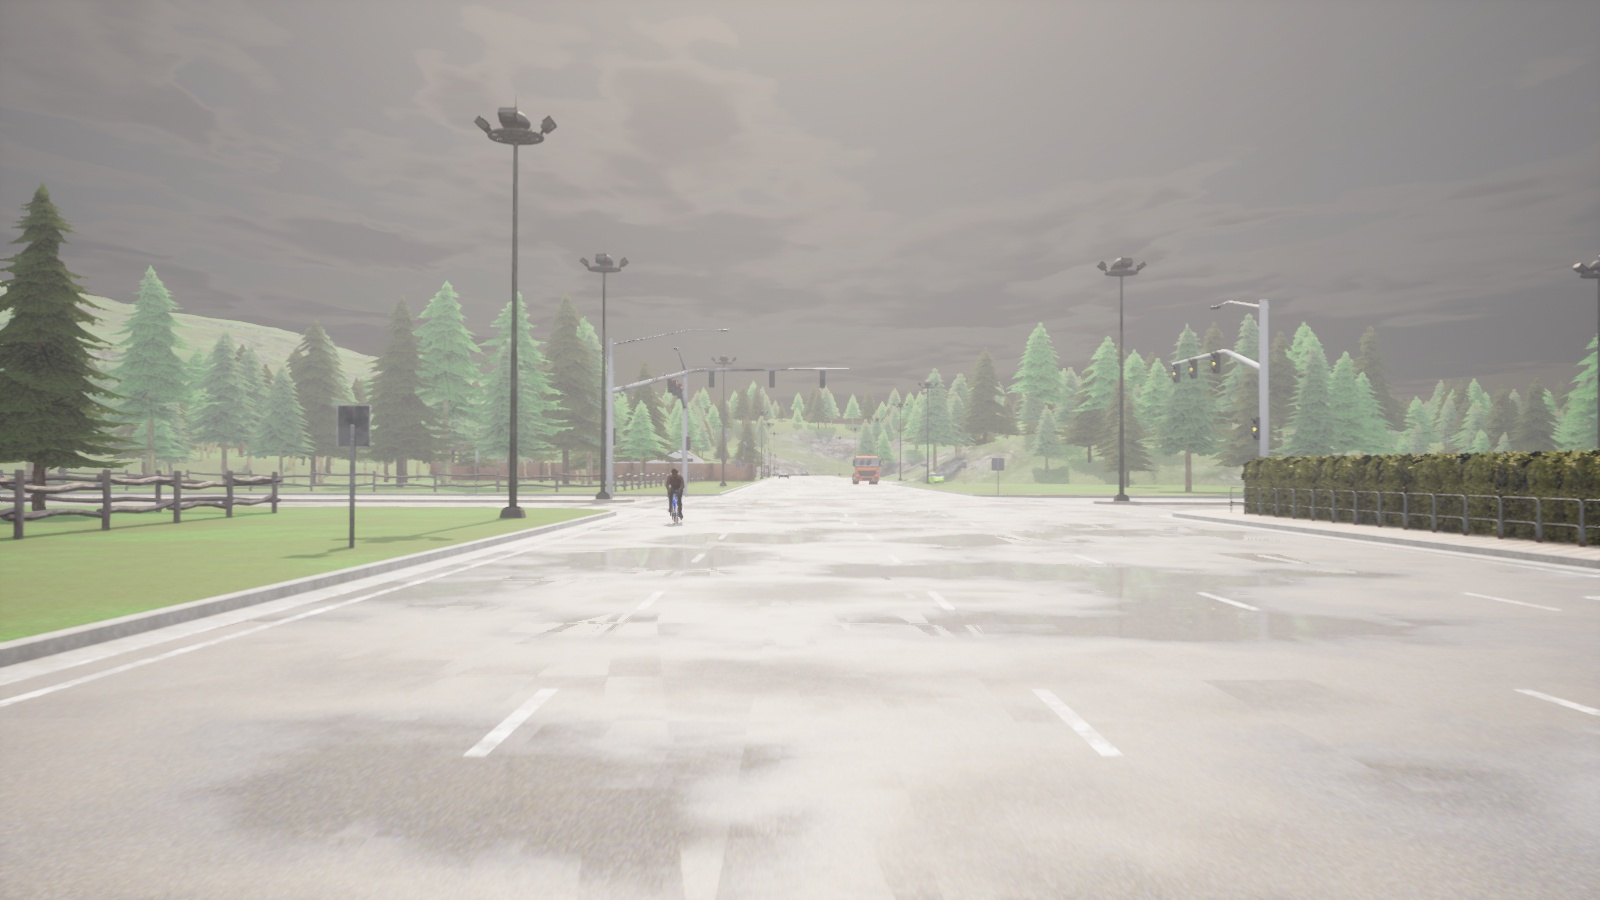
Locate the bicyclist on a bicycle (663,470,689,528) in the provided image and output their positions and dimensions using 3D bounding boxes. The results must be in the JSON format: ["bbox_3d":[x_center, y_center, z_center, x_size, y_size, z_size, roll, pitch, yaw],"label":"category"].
[{"bbox_3d":[-3.585,1.390,36.284,0.582,1.620,1.656,0,-1,0],"label":"bicyclist on a bicycle"}]
